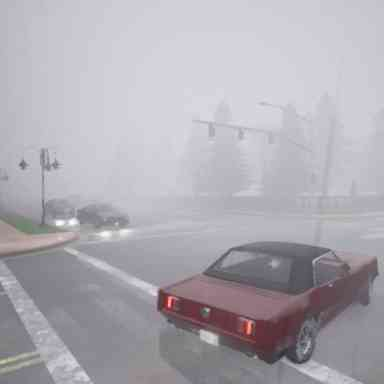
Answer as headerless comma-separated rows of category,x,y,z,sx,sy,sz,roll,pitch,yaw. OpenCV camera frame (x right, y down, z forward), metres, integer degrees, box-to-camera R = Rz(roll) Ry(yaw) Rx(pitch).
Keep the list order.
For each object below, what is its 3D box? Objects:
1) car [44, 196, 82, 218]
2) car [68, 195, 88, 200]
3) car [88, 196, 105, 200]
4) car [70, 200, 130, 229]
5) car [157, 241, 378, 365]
car,-11.901,1.407,29.809,2.128,1.511,4.902,-1,0,-36
car,-18.141,1.186,50.808,2.097,1.767,4.553,-1,0,-36
car,-15.311,1.319,52.871,1.812,1.442,4.674,-1,0,-35
car,-5.880,1.461,21.405,2.033,1.411,5.357,-1,0,-35
car,1.727,1.546,5.869,1.895,1.301,4.718,0,1,43
